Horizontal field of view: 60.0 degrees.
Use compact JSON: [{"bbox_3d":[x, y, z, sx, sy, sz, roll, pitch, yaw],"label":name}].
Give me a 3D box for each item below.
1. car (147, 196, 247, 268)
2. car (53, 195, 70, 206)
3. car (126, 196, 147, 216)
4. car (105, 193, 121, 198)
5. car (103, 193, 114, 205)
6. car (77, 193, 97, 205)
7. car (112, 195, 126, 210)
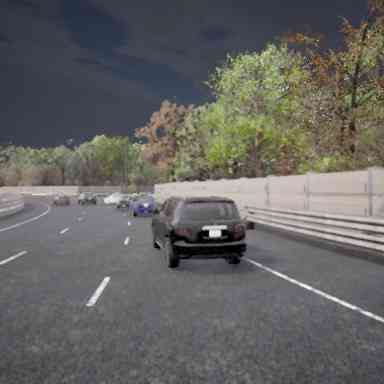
[{"bbox_3d":[-0.028,1.132,11.187,2.150,2.045,5.566,0,1,-14],"label":"car"},{"bbox_3d":[-18.601,1.158,47.318,2.128,1.511,4.902,0,1,-29],"label":"car"},{"bbox_3d":[-4.340,1.124,29.384,2.097,1.767,4.553,0,0,-15],"label":"car"},{"bbox_3d":[-20.513,0.896,86.334,2.033,1.411,5.357,0,0,11],"label":"car"},{"bbox_3d":[-11.806,1.156,49.535,1.812,1.442,4.674,0,1,-30],"label":"car"},{"bbox_3d":[-15.463,0.997,48.870,2.097,1.767,4.553,0,1,-29],"label":"car"},{"bbox_3d":[-7.271,1.248,37.014,1.812,1.442,4.674,0,1,-3],"label":"car"}]
